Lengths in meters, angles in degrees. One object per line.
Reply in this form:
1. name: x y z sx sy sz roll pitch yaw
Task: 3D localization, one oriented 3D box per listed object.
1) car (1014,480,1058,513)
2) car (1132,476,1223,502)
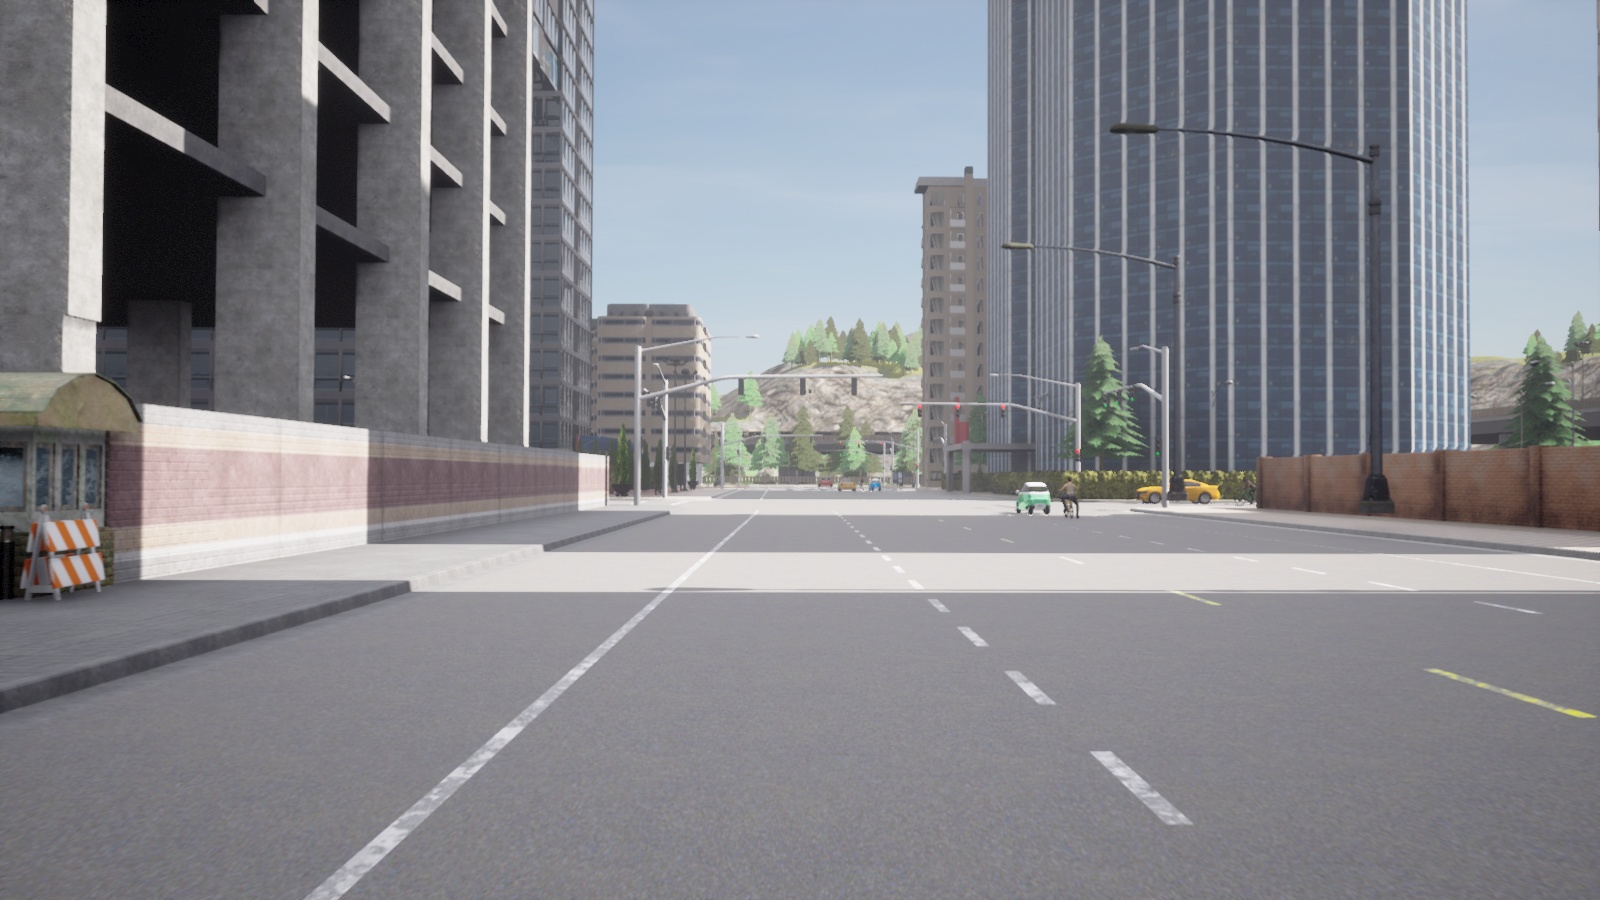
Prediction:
1. car: 10.345 2.029 55.225 1.481 1.376 2.207 0 -1 -1
2. car: 23.168 2.375 77.179 5.008 1.535 1.882 0 -1 -1
